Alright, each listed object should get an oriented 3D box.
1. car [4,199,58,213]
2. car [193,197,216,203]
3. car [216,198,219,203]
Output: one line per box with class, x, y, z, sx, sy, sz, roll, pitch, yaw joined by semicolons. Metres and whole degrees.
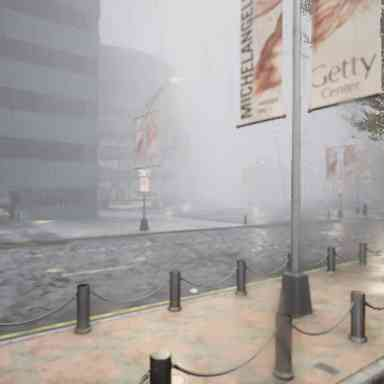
car;-15.210;1.373;31.657;4.674;1.452;2.002;1;0;-36
car;2.588;1.914;80.299;5.008;1.535;1.882;0;0;30
car;4.347;1.992;83.330;4.902;1.511;2.128;0;0;30
